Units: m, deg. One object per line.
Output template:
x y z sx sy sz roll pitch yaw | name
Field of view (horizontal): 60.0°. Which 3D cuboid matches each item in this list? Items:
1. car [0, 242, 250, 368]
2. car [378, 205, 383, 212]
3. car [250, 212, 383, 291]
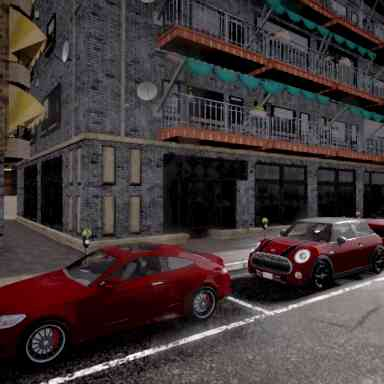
-1.196 1.582 5.706 4.206 1.307 1.802 0 0 -36 | car
8.012 1.322 12.303 5.009 1.841 2.192 0 0 -36 | car
3.407 1.443 9.004 4.097 1.590 1.967 0 0 -36 | car
